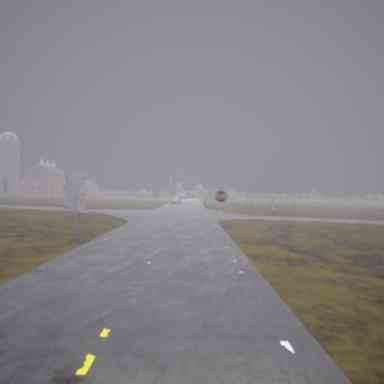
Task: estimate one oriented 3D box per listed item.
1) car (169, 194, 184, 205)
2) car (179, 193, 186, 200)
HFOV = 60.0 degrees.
[{"bbox_3d":[-2.747,1.518,57.254,1.812,1.442,4.674,0,1,0],"label":"car"},{"bbox_3d":[-2.748,1.168,90.943,2.150,2.045,5.566,0,0,0],"label":"car"}]
